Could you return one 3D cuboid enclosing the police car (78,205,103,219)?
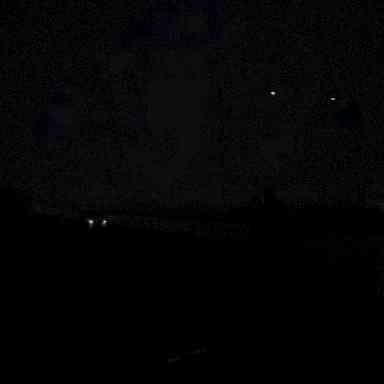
[{"bbox_3d":[-12.701,2.385,41.718,1.930,1.638,5.238,-2,0,-35],"label":"police car"}]
